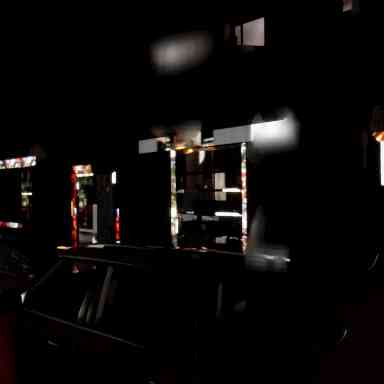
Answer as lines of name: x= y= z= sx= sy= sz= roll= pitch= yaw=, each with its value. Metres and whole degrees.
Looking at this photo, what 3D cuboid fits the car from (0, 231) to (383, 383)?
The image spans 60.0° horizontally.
car: x=-0.340 y=1.316 z=3.131 sx=5.009 sy=1.841 sz=2.192 roll=0 pitch=-1 yaw=35
